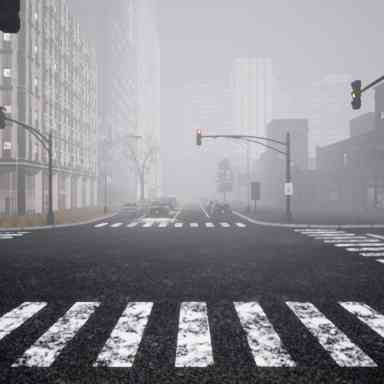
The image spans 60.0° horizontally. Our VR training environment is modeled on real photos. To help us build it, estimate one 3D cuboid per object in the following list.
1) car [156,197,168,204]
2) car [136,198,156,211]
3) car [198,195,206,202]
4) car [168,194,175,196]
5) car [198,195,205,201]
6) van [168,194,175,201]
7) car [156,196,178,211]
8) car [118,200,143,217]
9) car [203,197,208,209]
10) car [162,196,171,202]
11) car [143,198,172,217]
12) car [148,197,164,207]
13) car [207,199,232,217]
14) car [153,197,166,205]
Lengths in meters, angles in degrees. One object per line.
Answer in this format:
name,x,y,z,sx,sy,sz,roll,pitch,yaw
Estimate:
car,-5.720,1.600,64.033,1.947,1.339,4.313,0,0,0
car,-5.709,1.541,41.699,1.752,1.417,4.829,0,0,0
car,2.656,1.600,75.118,2.008,1.369,4.403,0,0,0
car,-3.113,1.500,50.914,1.882,1.535,5.008,0,0,0
car,2.648,1.639,91.741,1.947,1.339,4.313,0,0,0
van,-5.733,1.414,91.737,1.690,1.788,3.998,0,0,0
car,-3.116,1.579,40.931,1.994,1.385,4.181,0,0,0
car,-5.704,1.591,30.787,1.802,1.307,4.206,0,0,0
car,2.672,1.598,41.874,1.802,1.307,4.206,0,0,0
car,-5.725,1.631,75.114,1.802,1.307,4.206,0,0,0
car,-3.132,1.573,30.968,1.994,1.385,4.181,0,0,-2
car,-5.714,1.574,52.951,2.008,1.369,4.403,0,0,0
car,2.677,1.554,30.791,1.887,1.381,4.507,0,0,0
car,-5.717,1.594,58.491,1.947,1.339,4.313,0,0,0
